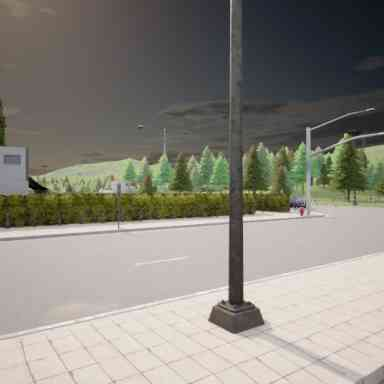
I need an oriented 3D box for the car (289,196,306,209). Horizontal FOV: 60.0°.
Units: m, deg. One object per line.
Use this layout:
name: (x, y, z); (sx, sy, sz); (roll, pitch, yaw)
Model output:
car: (13.070, 1.350, 45.110); (2.097, 1.767, 4.553); (0, 0, -35)
